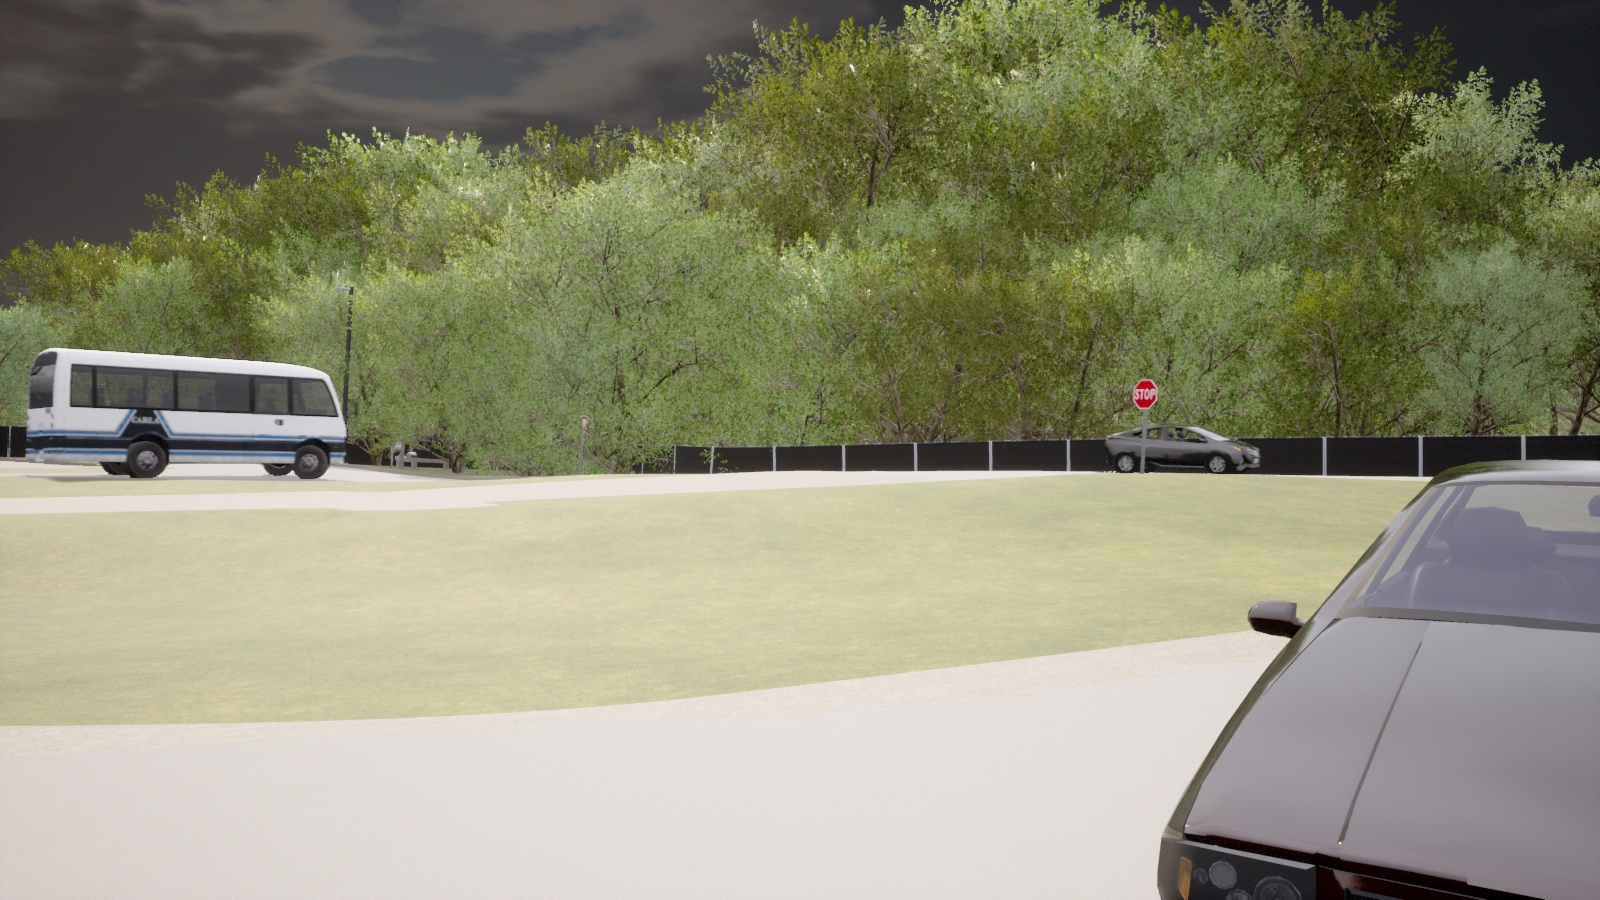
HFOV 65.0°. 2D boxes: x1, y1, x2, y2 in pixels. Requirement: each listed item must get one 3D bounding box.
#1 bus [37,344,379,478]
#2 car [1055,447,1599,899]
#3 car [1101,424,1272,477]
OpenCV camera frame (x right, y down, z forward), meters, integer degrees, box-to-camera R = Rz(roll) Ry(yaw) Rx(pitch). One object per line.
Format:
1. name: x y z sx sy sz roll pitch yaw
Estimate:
1. bus: -20.883 -1.151 44.971 3.944 4.253 10.273 0 -1 45
2. car: 2.824 0.751 4.233 2.033 1.411 5.357 2 2 33
3. car: 11.680 -0.020 38.080 4.514 1.525 2.007 1 1 37
